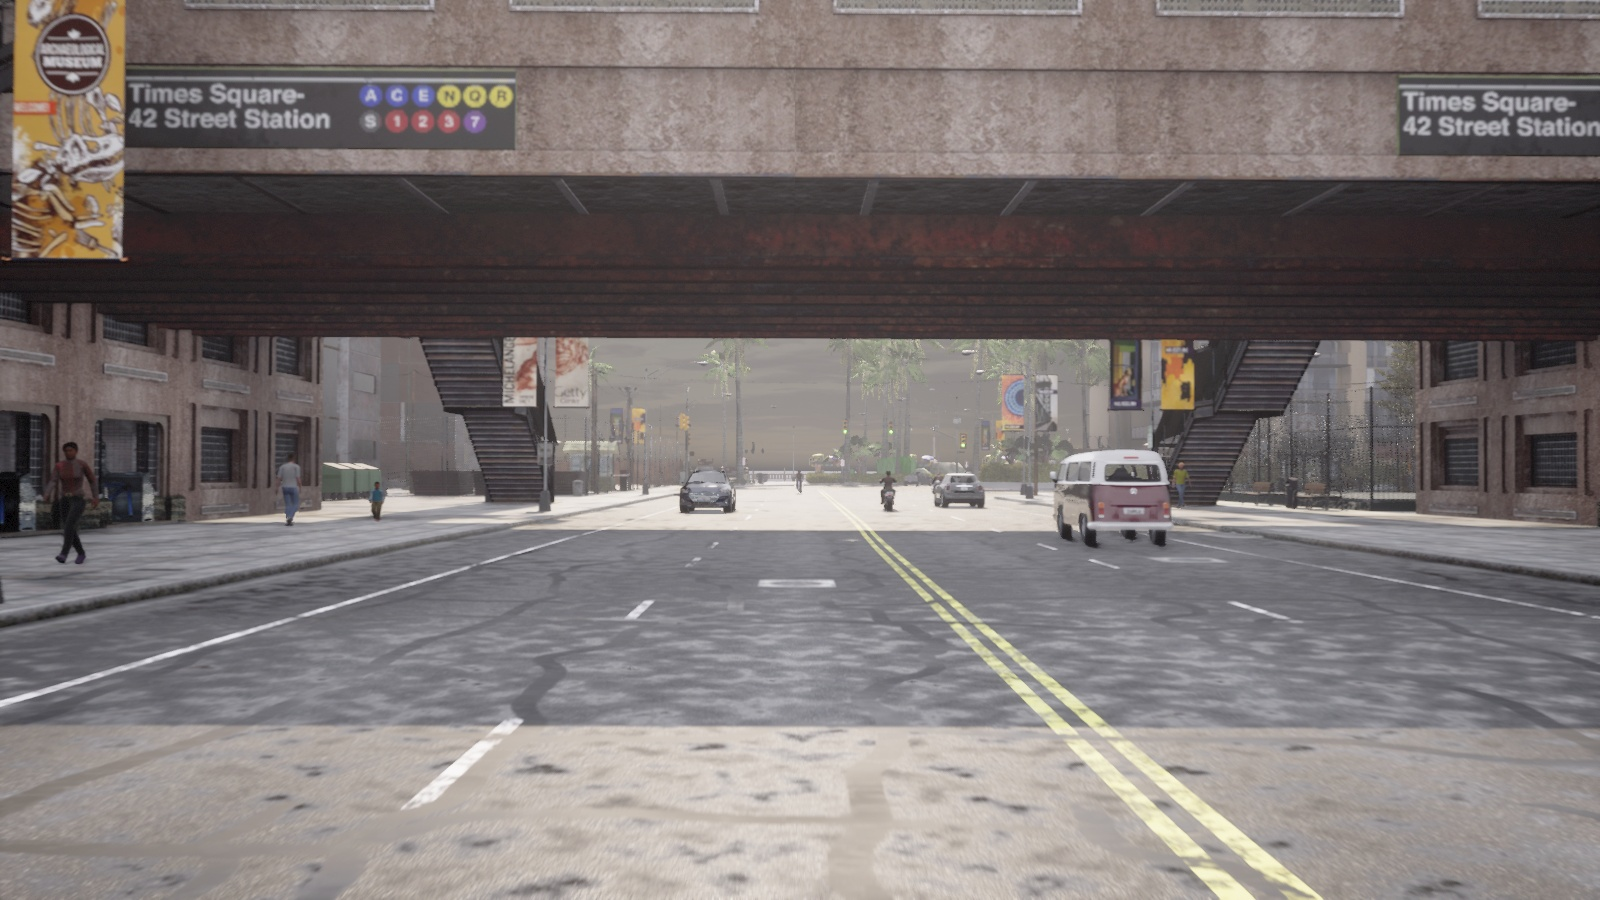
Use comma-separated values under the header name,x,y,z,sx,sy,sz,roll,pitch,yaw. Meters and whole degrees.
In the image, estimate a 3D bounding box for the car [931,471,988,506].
name,x,y,z,sx,sy,sz,roll,pitch,yaw
car,7.016,1.682,55.571,1.970,1.475,3.806,0,-1,0

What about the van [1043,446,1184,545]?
name,x,y,z,sx,sy,sz,roll,pitch,yaw
van,6.961,0.986,28.415,2.069,2.038,4.480,0,-1,0

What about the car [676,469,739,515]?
name,x,y,z,sx,sy,sz,roll,pitch,yaw
car,-3.471,1.561,47.942,2.033,1.649,4.856,0,-1,0

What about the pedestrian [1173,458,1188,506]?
name,x,y,z,sx,sy,sz,roll,pitch,yaw
pedestrian,14.788,1.229,48.797,0.354,1.836,0.706,0,-1,0

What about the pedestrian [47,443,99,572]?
name,x,y,z,sx,sy,sz,roll,pitch,yaw
pedestrian,-10.498,0.817,18.151,0.328,1.805,0.869,0,-1,-6

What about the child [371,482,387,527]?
name,x,y,z,sx,sy,sz,roll,pitch,yaw
child,-11.339,1.463,33.811,0.343,1.192,0.448,0,-1,-11

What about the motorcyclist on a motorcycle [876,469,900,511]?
name,x,y,z,sx,sy,sz,roll,pitch,yaw
motorcyclist on a motorcycle,3.525,1.594,50.360,0.766,1.649,2.350,0,-1,0

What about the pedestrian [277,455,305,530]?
name,x,y,z,sx,sy,sz,roll,pitch,yaw
pedestrian,-12.567,1.041,31.025,0.354,1.836,0.706,0,-1,3
